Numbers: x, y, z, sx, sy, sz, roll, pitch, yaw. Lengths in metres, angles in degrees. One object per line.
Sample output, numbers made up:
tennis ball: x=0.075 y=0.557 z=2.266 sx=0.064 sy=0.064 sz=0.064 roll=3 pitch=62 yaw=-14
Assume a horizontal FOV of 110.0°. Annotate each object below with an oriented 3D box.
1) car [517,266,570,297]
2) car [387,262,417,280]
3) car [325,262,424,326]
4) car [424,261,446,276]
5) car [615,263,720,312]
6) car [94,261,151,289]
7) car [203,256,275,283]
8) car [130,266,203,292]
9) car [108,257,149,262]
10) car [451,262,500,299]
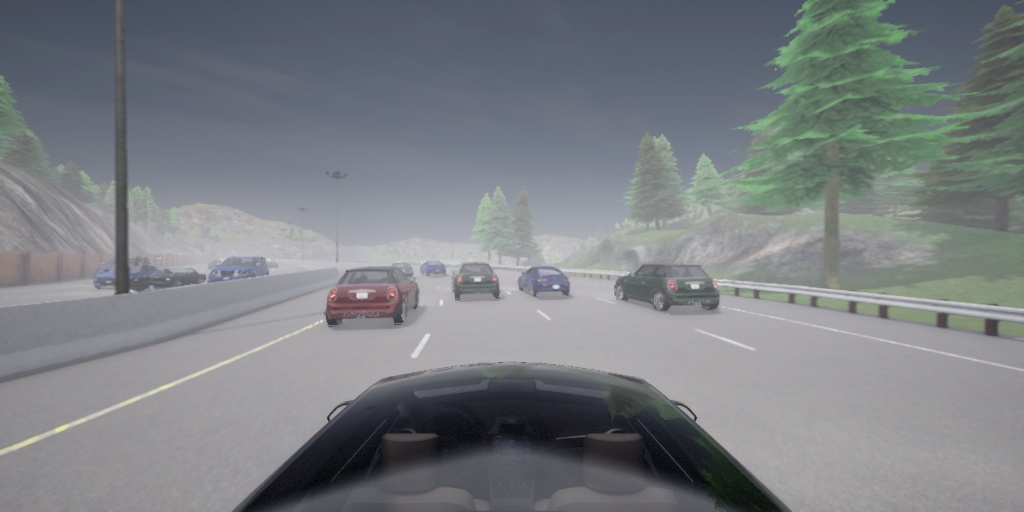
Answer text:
car: x=1.558 y=1.228 z=18.526 sx=1.812 sy=1.442 sz=4.674 roll=0 pitch=0 yaw=-11
car: x=-10.110 y=1.289 z=32.605 sx=2.033 sy=1.411 sz=5.357 roll=0 pitch=0 yaw=-24
car: x=-4.399 y=1.105 z=11.982 sx=2.097 sy=1.767 sz=4.553 roll=0 pitch=0 yaw=-7
car: x=-8.044 y=1.198 z=36.244 sx=1.882 sy=1.535 sz=5.008 roll=0 pitch=0 yaw=-25
car: x=5.831 y=1.038 z=14.114 sx=2.097 sy=1.767 sz=4.553 roll=0 pitch=0 yaw=-8
car: x=-25.895 y=1.335 z=24.444 sx=1.882 sy=1.535 sz=5.008 roll=0 pitch=0 yaw=-23
car: x=-18.361 y=1.032 z=24.468 sx=2.150 sy=2.045 sz=5.566 roll=0 pitch=0 yaw=-20
car: x=-21.419 y=1.434 z=22.636 sx=1.895 sy=1.301 sz=4.718 roll=0 pitch=0 yaw=-20
car: x=-32.640 y=1.106 z=30.336 sx=2.150 sy=2.045 sz=5.566 roll=0 pitch=0 yaw=-31
car: x=-1.954 y=1.076 z=18.095 sx=2.097 sy=1.767 sz=4.553 roll=0 pitch=0 yaw=-12
